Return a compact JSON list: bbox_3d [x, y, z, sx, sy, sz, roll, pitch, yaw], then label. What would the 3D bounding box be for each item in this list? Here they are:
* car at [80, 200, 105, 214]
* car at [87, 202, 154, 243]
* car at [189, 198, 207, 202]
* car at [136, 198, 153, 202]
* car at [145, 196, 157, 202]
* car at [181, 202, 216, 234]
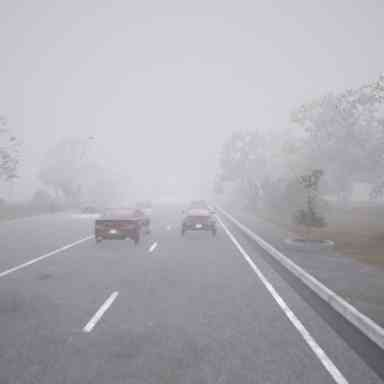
[{"bbox_3d":[-10.048,1.522,34.447,1.994,1.385,4.181,0,0,1],"label":"car"},{"bbox_3d":[-3.188,1.460,16.042,1.882,1.535,5.008,0,0,1],"label":"car"},{"bbox_3d":[0.745,1.457,40.042,2.128,1.511,4.902,0,0,1],"label":"car"},{"bbox_3d":[-6.366,1.479,44.088,1.812,1.442,4.674,0,0,1],"label":"car"},{"bbox_3d":[-9.236,1.507,75.188,1.895,1.301,4.718,0,0,1],"label":"car"},{"bbox_3d":[0.370,1.510,18.808,1.812,1.442,4.674,0,0,1],"label":"car"}]
